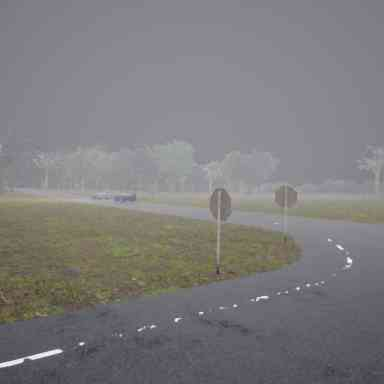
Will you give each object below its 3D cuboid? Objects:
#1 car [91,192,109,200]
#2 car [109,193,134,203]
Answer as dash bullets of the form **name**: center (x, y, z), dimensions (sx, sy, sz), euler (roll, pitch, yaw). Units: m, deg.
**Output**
- **car**: center (-16.532, 0.712, 59.949), dimensions (2.033, 1.411, 5.357), euler (2, 0, -35)
- **car**: center (-10.607, 0.843, 51.379), dimensions (1.882, 1.535, 5.008), euler (2, 0, -35)
